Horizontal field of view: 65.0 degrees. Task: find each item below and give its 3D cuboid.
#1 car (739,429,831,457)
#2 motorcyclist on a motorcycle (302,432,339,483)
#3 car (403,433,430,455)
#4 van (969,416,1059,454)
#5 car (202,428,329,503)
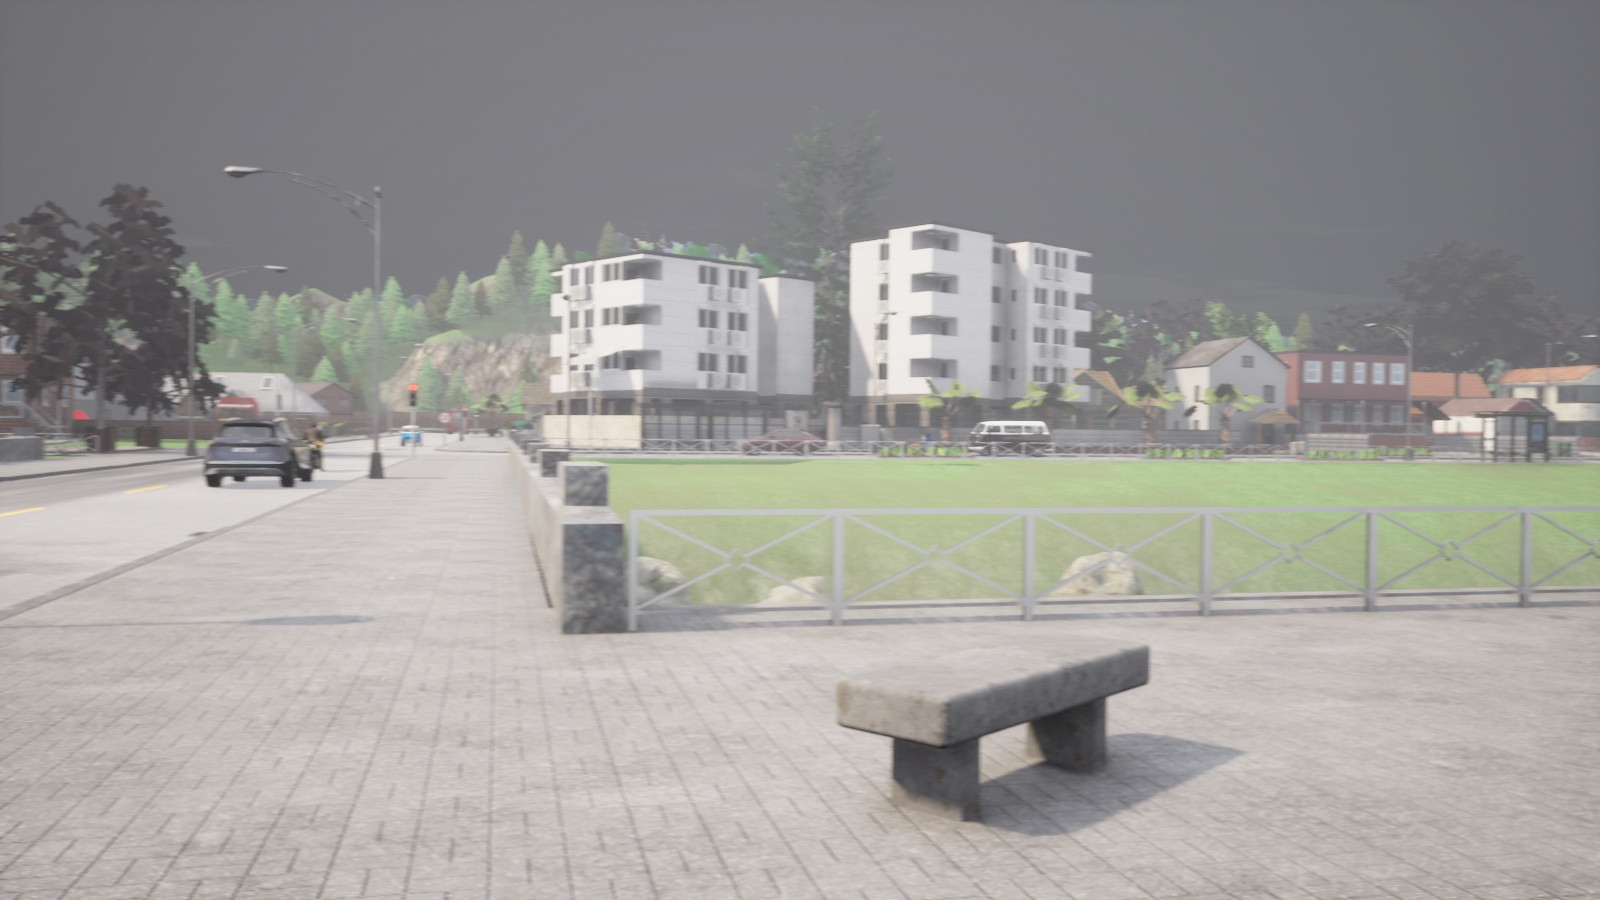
[{"bbox_3d":[-0.817,-0.377,67.185,4.674,1.442,1.812,-1,1,-13],"label":"car"},{"bbox_3d":[-14.934,0.221,39.170,0.797,1.523,2.044,-1,1,-13],"label":"motorcyclist on a motorcycle"},{"bbox_3d":[-25.048,-0.379,82.075,1.481,1.376,2.207,-1,1,-13],"label":"car"},{"bbox_3d":[11.941,-0.859,70.178,4.480,2.038,2.069,-1,1,-13],"label":"van"},{"bbox_3d":[-12.939,0.302,30.707,2.033,1.649,4.856,-1,1,-13],"label":"car"}]
